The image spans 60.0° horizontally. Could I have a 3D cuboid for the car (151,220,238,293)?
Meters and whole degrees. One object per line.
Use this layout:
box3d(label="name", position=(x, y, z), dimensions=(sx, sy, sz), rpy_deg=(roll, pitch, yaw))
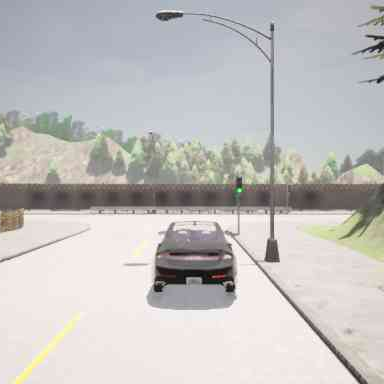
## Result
box3d(label="car", position=(0.072, 1.499, 8.857), dimensions=(2.128, 1.511, 4.902), rpy_deg=(0, 0, 1))
